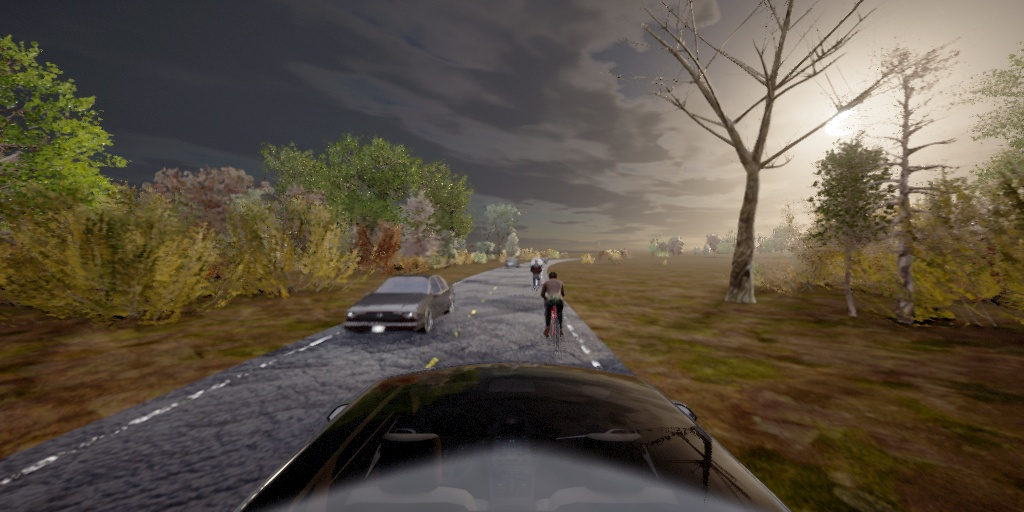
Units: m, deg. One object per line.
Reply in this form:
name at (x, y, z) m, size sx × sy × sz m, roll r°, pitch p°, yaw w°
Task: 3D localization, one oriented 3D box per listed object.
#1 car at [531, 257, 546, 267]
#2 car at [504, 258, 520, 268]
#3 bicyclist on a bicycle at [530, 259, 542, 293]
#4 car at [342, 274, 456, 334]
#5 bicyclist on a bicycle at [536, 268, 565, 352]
car at (4.021, 1.018, 57.709) m, size 1.812 × 1.442 × 4.674 m, roll 0°, pitch 0°, yaw 8°
car at (0.075, 1.006, 52.032) m, size 2.128 × 1.511 × 4.902 m, roll 0°, pitch 0°, yaw 7°
bicyclist on a bicycle at (1.225, 1.041, 18.073) m, size 0.659 × 1.776 × 1.843 m, roll 0°, pitch 1°, yaw 2°
car at (-2.955, 1.252, 10.746) m, size 2.033 × 1.411 × 5.357 m, roll 0°, pitch 0°, yaw 1°
bicyclist on a bicycle at (0.917, 1.172, 7.901) m, size 0.582 × 1.620 × 1.656 m, roll 0°, pitch 0°, yaw 1°
